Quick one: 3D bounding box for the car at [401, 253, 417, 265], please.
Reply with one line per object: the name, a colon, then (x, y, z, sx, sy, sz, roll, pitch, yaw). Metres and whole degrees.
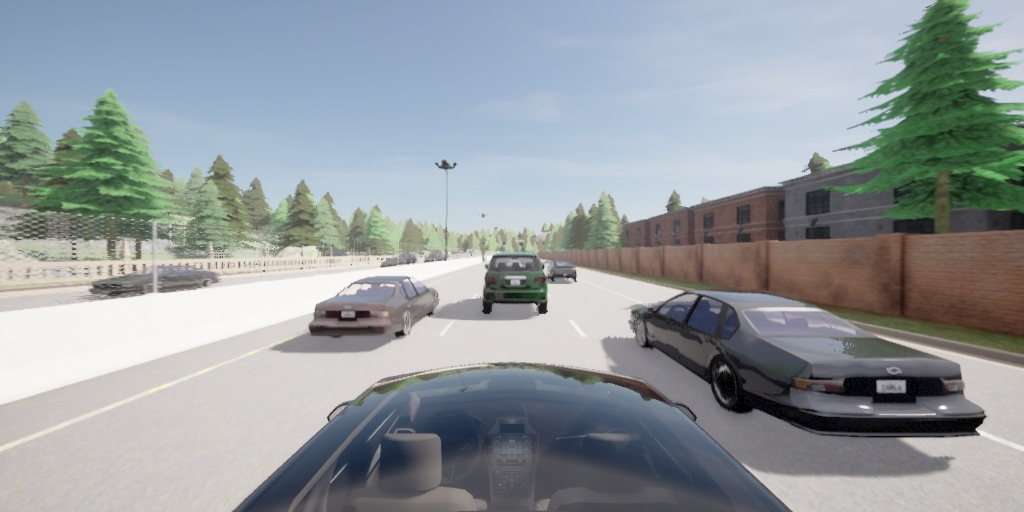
car: (-17.494, 0.584, 59.884, 2.150, 2.045, 5.566, 0, 0, 1)

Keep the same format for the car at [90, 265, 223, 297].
car: (-17.589, 1.175, 18.236, 2.033, 1.411, 5.357, 0, 0, 0)

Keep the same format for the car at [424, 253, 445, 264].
car: (-10.486, 0.633, 49.619, 2.150, 2.045, 5.566, 0, 0, 0)

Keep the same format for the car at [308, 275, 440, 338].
car: (-3.396, 1.238, 9.940, 2.033, 1.411, 5.357, 0, 0, 0)

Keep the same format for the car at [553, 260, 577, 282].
car: (3.614, 1.065, 26.695, 2.128, 1.511, 4.902, 0, 0, 0)

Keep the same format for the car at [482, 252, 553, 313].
car: (0.105, 0.887, 13.636, 2.150, 2.045, 5.566, 0, 0, 0)

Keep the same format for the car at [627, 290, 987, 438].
car: (3.603, 1.268, 5.919, 2.033, 1.411, 5.357, 0, 0, 0)

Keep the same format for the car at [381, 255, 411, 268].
car: (-14.016, 0.961, 42.708, 1.837, 1.490, 4.892, 0, 0, 1)
